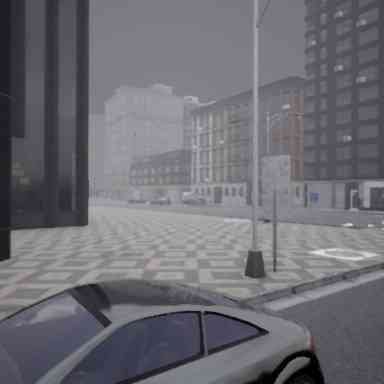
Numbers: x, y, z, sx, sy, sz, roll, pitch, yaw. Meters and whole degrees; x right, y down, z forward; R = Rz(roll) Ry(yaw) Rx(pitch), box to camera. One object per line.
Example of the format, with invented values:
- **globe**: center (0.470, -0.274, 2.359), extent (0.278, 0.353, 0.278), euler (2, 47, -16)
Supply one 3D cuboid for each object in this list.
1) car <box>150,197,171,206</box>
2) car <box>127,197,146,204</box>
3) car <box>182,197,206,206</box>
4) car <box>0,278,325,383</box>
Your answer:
- **car**: center (-5.112, 1.513, 54.807), extent (1.812, 1.442, 4.674), euler (0, 0, -36)
- **car**: center (-10.550, 1.602, 62.355), extent (1.895, 1.301, 4.718), euler (0, 0, -36)
- **car**: center (0.188, 1.485, 53.095), extent (2.128, 1.511, 4.902), euler (0, 0, -36)
- **car**: center (-0.785, 1.560, 2.798), extent (4.181, 1.385, 1.994), euler (0, 0, -35)
